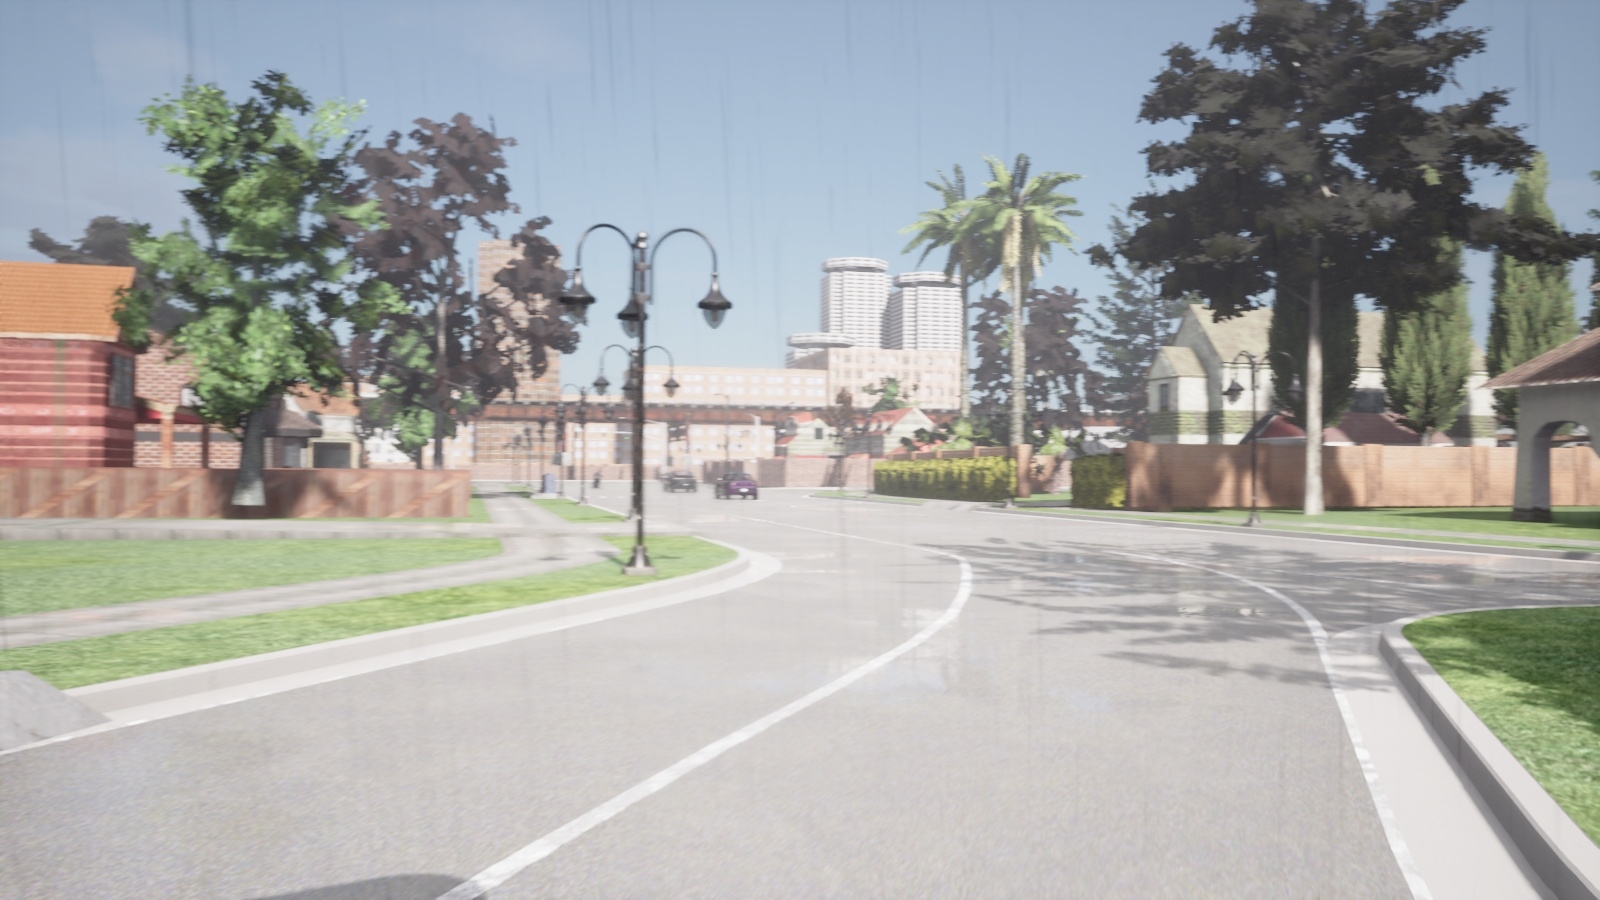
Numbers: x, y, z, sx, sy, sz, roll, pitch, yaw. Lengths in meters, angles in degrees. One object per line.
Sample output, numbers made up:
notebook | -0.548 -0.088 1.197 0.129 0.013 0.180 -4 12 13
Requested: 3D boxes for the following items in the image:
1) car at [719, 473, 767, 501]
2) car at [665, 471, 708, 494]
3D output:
car | -3.123 1.980 68.166 1.816 1.474 4.193 0 -1 -14
car | -7.837 2.186 86.415 2.128 1.511 4.902 0 -1 -14
